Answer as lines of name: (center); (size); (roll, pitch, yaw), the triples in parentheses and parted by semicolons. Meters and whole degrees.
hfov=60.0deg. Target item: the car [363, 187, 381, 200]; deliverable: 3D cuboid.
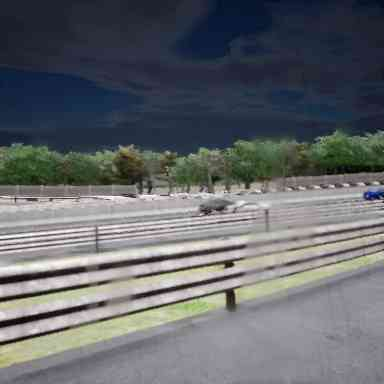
car: (23.098, 0.153, 40.392); (5.008, 1.535, 1.882); (-4, 2, -21)

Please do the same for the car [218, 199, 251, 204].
car: (5.071, 1.464, 29.717); (4.674, 1.442, 1.812); (-4, 2, -21)

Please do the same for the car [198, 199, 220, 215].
car: (2.976, 1.456, 32.661); (4.892, 1.490, 1.837); (-4, 2, -21)

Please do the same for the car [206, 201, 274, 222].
car: (3.842, 1.729, 25.496); (4.718, 1.301, 1.895); (-4, 2, -21)

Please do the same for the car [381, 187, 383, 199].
car: (24.373, -0.078, 37.129); (5.566, 2.045, 2.150); (-4, 2, -21)
